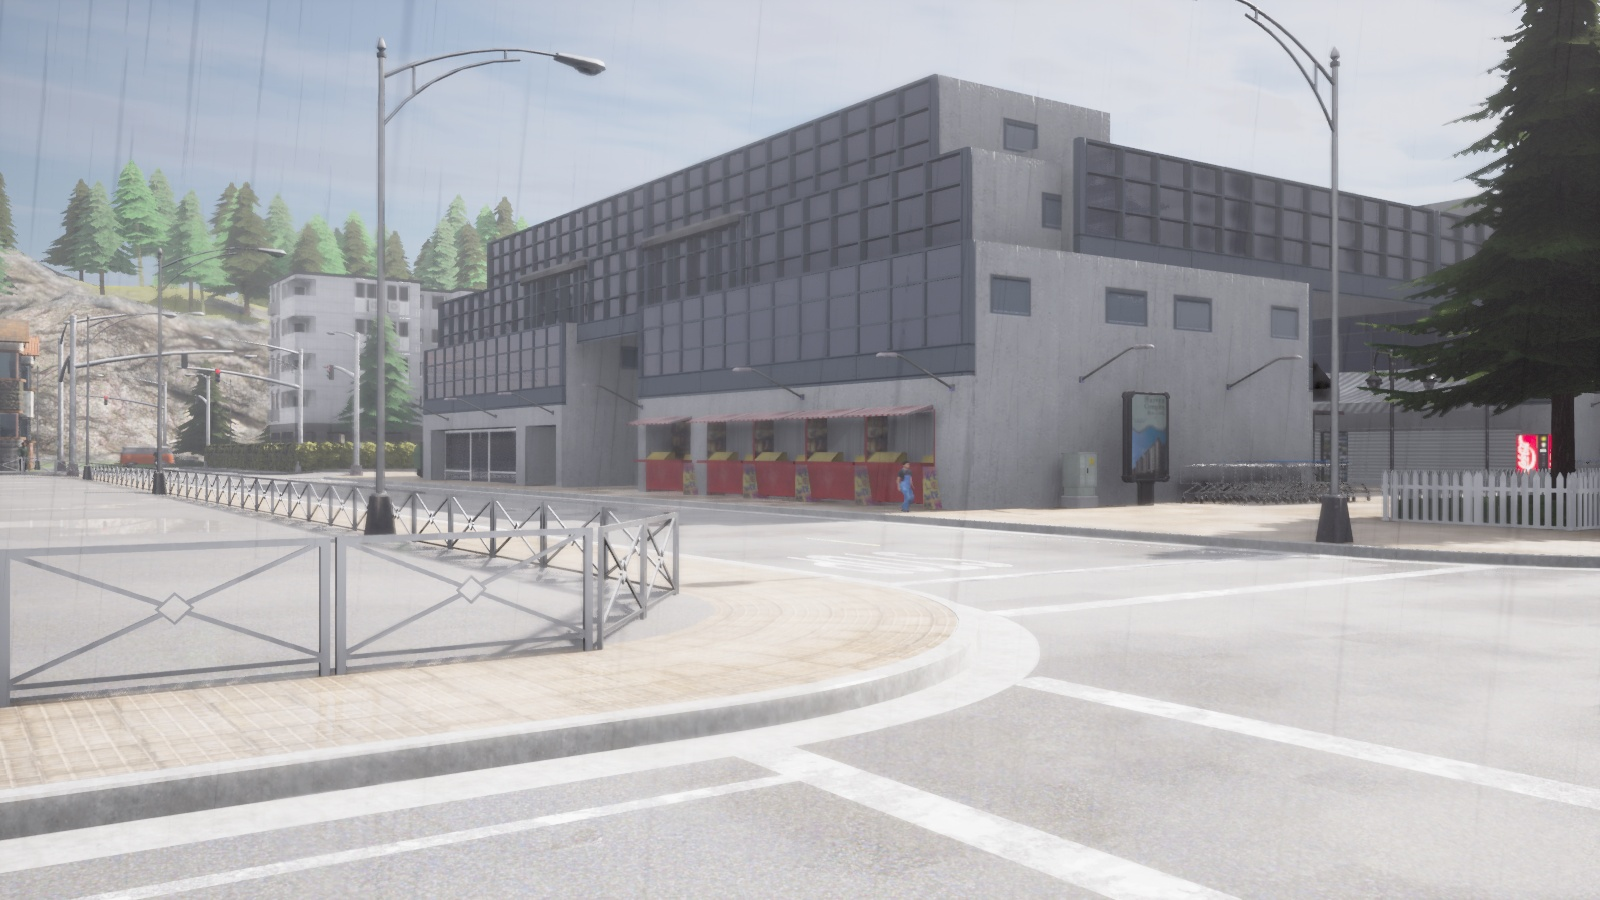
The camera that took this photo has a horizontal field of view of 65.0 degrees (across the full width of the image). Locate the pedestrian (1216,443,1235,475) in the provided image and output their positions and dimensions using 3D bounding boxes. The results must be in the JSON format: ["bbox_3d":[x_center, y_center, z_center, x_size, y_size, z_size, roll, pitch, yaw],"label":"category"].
[{"bbox_3d":[25.129,0.518,74.185,0.563,1.883,0.849,0,0,-36],"label":"pedestrian"}]

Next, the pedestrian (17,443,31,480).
[{"bbox_3d":[-41.421,0.602,67.031,0.788,1.949,0.423,0,0,39],"label":"pedestrian"}]

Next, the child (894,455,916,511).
[{"bbox_3d":[2.344,0.734,28.141,0.270,1.263,0.437,0,0,-37],"label":"child"}]
